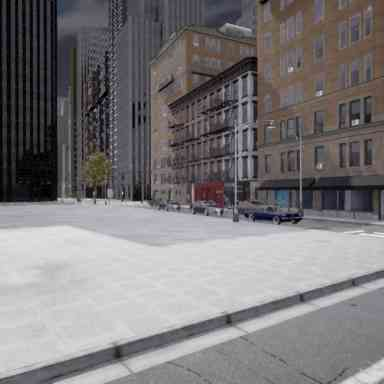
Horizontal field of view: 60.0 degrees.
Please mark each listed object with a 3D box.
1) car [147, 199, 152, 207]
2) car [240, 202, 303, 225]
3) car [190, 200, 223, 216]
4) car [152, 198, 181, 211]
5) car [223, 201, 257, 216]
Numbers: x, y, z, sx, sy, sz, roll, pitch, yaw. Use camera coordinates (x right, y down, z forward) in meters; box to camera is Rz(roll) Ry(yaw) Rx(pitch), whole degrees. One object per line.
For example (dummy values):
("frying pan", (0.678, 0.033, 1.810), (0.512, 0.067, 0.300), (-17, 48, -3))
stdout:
("car", (-5.899, 1.765, 55.052), (1.837, 1.490, 4.892), (0, 0, -26))
("car", (5.975, 1.686, 24.932), (1.895, 1.301, 4.718), (0, 0, -26))
("car", (1.458, 1.631, 34.073), (2.128, 1.511, 4.902), (0, 0, -26))
("car", (-3.093, 1.689, 43.316), (2.128, 1.511, 4.902), (0, 0, -26))
("car", (5.306, 1.617, 32.319), (1.837, 1.490, 4.892), (0, 0, -26))
